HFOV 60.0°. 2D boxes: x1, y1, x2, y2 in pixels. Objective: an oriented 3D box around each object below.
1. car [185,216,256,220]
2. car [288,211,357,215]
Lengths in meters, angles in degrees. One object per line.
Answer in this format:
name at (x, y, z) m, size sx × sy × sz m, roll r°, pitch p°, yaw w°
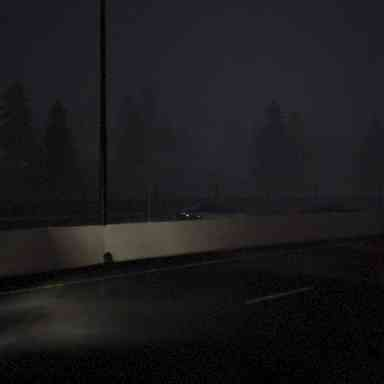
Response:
car at (1.948, 1.545, 21.346) m, size 4.718 × 1.301 × 1.895 m, roll 0°, pitch 0°, yaw -28°
car at (7.851, 1.475, 20.460) m, size 5.357 × 1.411 × 2.033 m, roll 0°, pitch 0°, yaw -26°
